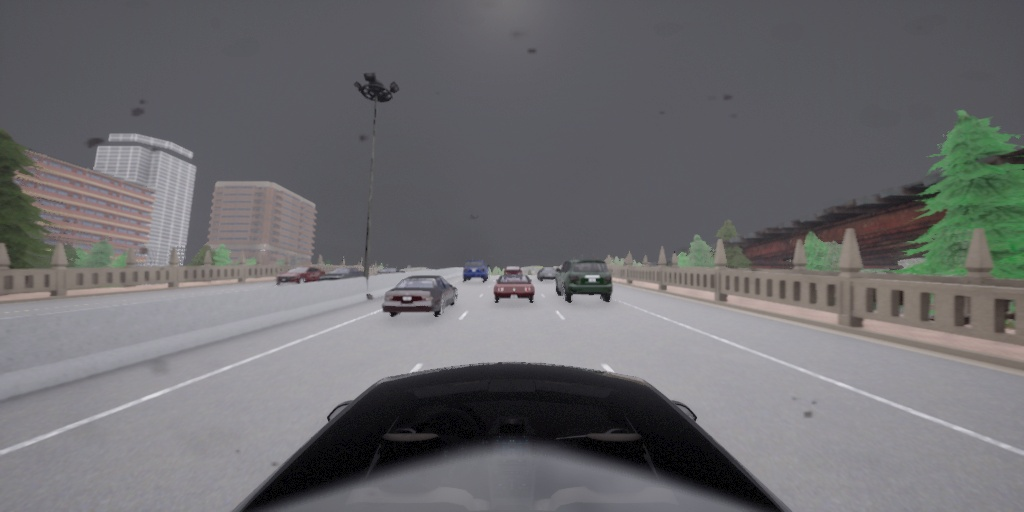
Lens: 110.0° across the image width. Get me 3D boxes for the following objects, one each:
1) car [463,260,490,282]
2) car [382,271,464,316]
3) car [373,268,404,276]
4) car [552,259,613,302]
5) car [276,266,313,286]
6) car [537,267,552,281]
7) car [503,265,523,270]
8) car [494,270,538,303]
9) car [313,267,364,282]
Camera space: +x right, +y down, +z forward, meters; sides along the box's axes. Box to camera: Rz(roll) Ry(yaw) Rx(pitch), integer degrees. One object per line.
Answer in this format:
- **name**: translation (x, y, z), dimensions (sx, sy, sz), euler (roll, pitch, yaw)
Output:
- **car**: translation (-3.396, 1.421, 34.708), dimensions (2.150, 2.045, 5.566), euler (0, -1, 0)
- **car**: translation (-3.398, 1.467, 14.143), dimensions (2.033, 1.411, 5.357), euler (0, -1, 0)
- **car**: translation (-10.593, 1.715, 31.202), dimensions (1.994, 1.385, 4.181), euler (0, -1, 0)
- **car**: translation (3.602, 1.204, 18.751), dimensions (2.150, 2.045, 5.566), euler (0, -1, 0)
- **car**: translation (-17.594, 1.614, 30.149), dimensions (1.882, 1.535, 5.008), euler (0, -1, 0)
- **car**: translation (3.604, 1.783, 36.098), dimensions (1.994, 1.385, 4.181), euler (0, -1, 0)
- **car**: translation (0.104, 1.709, 37.069), dimensions (1.882, 1.535, 5.008), euler (0, -1, 0)
- **car**: translation (0.102, 1.579, 18.429), dimensions (1.895, 1.301, 4.718), euler (0, -1, 0)
- **car**: translation (-14.096, 1.685, 30.214), dimensions (2.033, 1.411, 5.357), euler (0, -1, 0)
